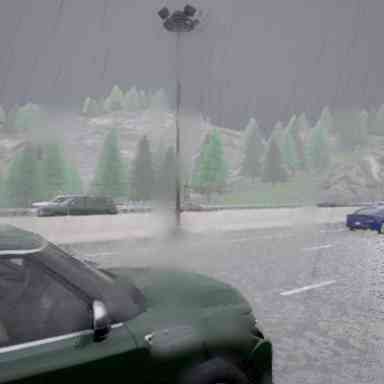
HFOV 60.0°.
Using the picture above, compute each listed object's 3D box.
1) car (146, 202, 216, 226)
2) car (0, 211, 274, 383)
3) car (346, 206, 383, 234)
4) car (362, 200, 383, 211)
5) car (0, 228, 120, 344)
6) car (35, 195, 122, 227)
[{"bbox_3d":[-0.747,1.601,24.956,5.008,1.535,1.882,1,0,-35],"label":"car"},{"bbox_3d":[-1.864,1.221,2.417,5.566,2.045,2.150,0,0,-35],"label":"car"},{"bbox_3d":[11.555,1.670,20.588,5.008,1.535,1.882,0,0,-36],"label":"car"},{"bbox_3d":[27.208,1.983,49.122,4.674,1.442,1.812,1,0,-35],"label":"car"},{"bbox_3d":[-3.734,1.525,5.382,4.674,1.442,1.812,0,0,-36],"label":"car"},{"bbox_3d":[-8.116,1.285,24.000,5.566,2.045,2.150,1,0,-35],"label":"car"}]
